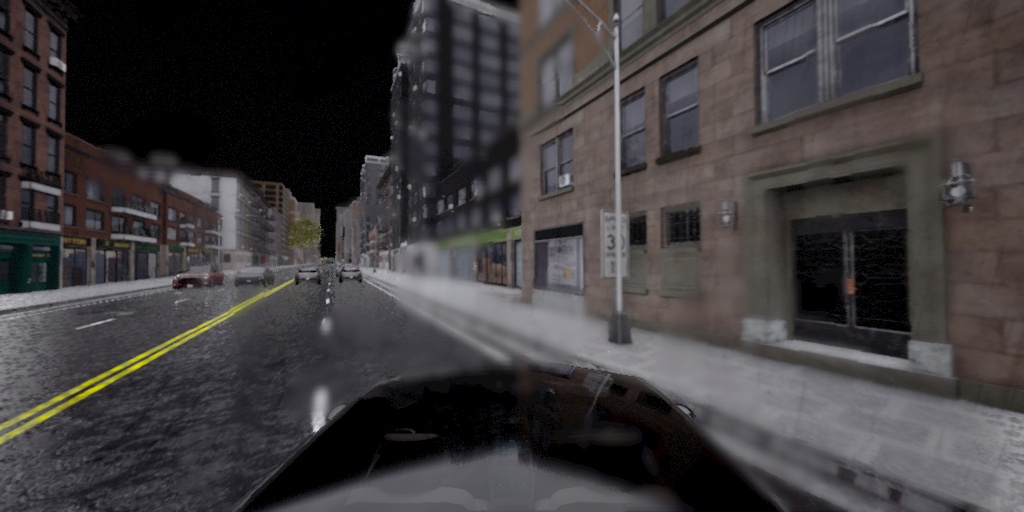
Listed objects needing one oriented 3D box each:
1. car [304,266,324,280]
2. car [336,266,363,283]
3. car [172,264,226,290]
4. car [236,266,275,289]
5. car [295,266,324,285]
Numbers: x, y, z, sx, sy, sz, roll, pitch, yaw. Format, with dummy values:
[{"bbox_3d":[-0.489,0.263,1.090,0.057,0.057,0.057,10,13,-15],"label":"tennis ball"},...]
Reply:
[{"bbox_3d":[-22.121,1.851,40.226,1.895,1.301,4.718,0,-1,-27],"label":"car"},{"bbox_3d":[-14.781,1.645,32.795,2.128,1.511,4.902,0,-1,-26],"label":"car"},{"bbox_3d":[-22.356,1.435,25.806,2.097,1.767,4.553,0,-1,-27],"label":"car"},{"bbox_3d":[-19.517,1.575,27.393,1.882,1.535,5.008,0,-1,-27],"label":"car"},{"bbox_3d":[-17.227,1.622,30.522,2.128,1.511,4.902,0,-1,-27],"label":"car"}]
